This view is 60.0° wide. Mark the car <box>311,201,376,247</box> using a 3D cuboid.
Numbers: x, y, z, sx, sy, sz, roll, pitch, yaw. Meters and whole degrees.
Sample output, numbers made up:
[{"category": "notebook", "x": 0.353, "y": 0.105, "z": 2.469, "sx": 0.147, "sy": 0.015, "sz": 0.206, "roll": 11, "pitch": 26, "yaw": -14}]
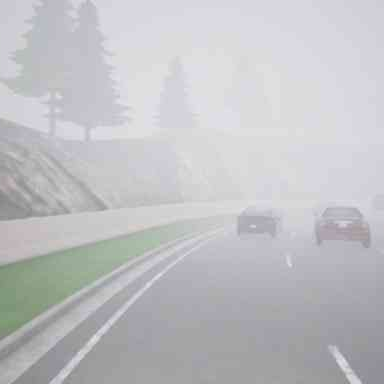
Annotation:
[{"category": "car", "x": 6.843, "y": 1.373, "z": 15.527, "sx": 2.097, "sy": 1.767, "sz": 4.553, "roll": 1, "pitch": 0, "yaw": 19}]

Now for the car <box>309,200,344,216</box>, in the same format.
[{"category": "car", "x": 13.739, "y": 1.601, "z": 33.747, "sx": 1.994, "sy": 1.385, "sz": 4.181, "roll": 1, "pitch": 0, "yaw": 42}]

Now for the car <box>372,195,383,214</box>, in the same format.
[{"category": "car", "x": 21.506, "y": 1.319, "z": 36.054, "sx": 5.566, "sy": 2.045, "sz": 2.150, "roll": 0, "pitch": 0, "yaw": -40}]

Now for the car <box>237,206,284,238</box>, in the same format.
[{"category": "car", "x": 3.790, "y": 1.467, "z": 17.992, "sx": 1.882, "sy": 1.535, "sz": 5.008, "roll": 0, "pitch": 0, "yaw": 21}]
